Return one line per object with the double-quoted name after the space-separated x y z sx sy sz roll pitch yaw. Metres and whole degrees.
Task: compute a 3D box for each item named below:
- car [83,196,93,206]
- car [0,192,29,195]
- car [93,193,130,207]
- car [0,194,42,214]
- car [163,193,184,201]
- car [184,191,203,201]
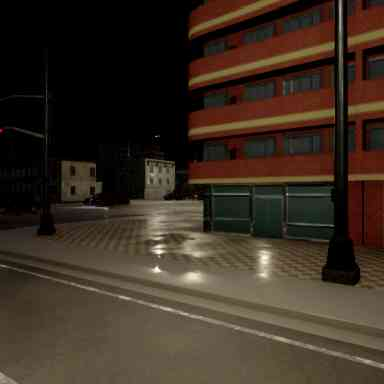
-12.969 1.016 46.541 2.097 1.767 4.553 0 1 36 "car"
-20.497 1.082 36.417 2.150 2.045 5.566 0 1 36 "car"
-10.317 1.195 44.242 1.812 1.442 4.674 0 1 37 "car"
-17.989 1.342 33.910 1.882 1.535 5.008 0 1 37 "car"
-3.121 0.880 59.737 1.837 1.490 4.892 0 1 37 "car"
1.273 0.679 59.743 2.097 1.767 4.553 0 1 37 "car"
